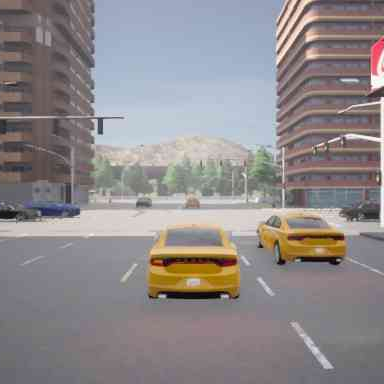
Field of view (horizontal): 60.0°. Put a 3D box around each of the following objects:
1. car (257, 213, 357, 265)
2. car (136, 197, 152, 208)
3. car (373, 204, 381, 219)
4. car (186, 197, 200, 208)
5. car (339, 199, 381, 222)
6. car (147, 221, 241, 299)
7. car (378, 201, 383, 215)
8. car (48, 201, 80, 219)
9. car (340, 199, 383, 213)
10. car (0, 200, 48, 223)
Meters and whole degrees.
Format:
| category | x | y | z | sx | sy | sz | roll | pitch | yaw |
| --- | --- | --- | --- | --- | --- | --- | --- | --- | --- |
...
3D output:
| category | x | y | z | sx | sy | sz | roll | pitch | yaw |
| --- | --- | --- | --- | --- | --- | --- | --- | --- | --- |
| car | 3.567 | 1.478 | 11.735 | 1.882 | 1.535 | 5.008 | 0 | 0 | 0 |
| car | -7.081 | 1.478 | 49.355 | 1.882 | 1.535 | 5.008 | 0 | 0 | 0 |
| car | 3.600 | 1.222 | 1.792 | 2.150 | 2.045 | 5.566 | 0 | 0 | 0 |
| car | 0.101 | 1.477 | 49.447 | 1.882 | 1.535 | 5.008 | 0 | 0 | 0 |
| car | 13.863 | 1.505 | 25.425 | 4.892 | 1.490 | 1.837 | 0 | 0 | 0 |
| car | 0.050 | 1.478 | 8.497 | 1.882 | 1.535 | 5.008 | 0 | 0 | 1 |
| car | 20.899 | 1.564 | 32.666 | 4.181 | 1.385 | 1.994 | 0 | 0 | 0 |
| car | -12.265 | 1.477 | 28.778 | 5.008 | 1.535 | 1.882 | 0 | 0 | 0 |
| car | 18.972 | 1.491 | 36.154 | 4.902 | 1.511 | 2.128 | 0 | 0 | 0 |
| car | -14.046 | 1.492 | 25.268 | 4.902 | 1.511 | 2.128 | 0 | 0 | 0 |
